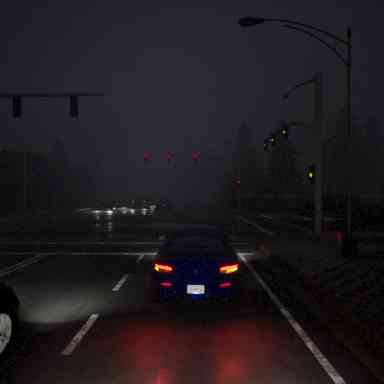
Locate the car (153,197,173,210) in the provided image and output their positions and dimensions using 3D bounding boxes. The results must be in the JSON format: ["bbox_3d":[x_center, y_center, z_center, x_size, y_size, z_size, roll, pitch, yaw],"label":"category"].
[{"bbox_3d":[-3.472,1.564,42.588,1.994,1.385,4.181,0,0,0],"label":"car"}]

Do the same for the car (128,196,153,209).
[{"bbox_3d":[-7.159,1.352,46.346,2.097,1.767,4.553,0,0,0],"label":"car"}]

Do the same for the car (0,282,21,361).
[{"bbox_3d":[-3.442,1.505,2.947,1.837,1.490,4.892,0,0,0],"label":"car"}]

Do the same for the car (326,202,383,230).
[{"bbox_3d":[11.110,1.525,20.426,4.674,1.442,1.812,0,0,0],"label":"car"}]

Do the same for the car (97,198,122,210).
[{"bbox_3d":[-10.654,1.526,42.285,1.812,1.442,4.674,0,0,0],"label":"car"}]

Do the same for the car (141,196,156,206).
[{"bbox_3d":[-7.148,1.505,55.487,1.837,1.490,4.892,0,0,0],"label":"car"}]

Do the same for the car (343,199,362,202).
[{"bbox_3d":[15.878,1.547,27.606,5.357,1.411,2.033,0,0,0],"label":"car"}]

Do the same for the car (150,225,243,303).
[{"bbox_3d":[0.129,1.526,8.082,1.812,1.442,4.674,0,0,2],"label":"car"}]

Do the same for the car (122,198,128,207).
[{"bbox_3d":[-10.659,1.601,51.384,1.895,1.301,4.718,0,0,0],"label":"car"}]

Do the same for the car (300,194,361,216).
[{"bbox_3d":[13.055,1.222,31.104,5.566,2.045,2.150,0,0,0],"label":"car"}]
